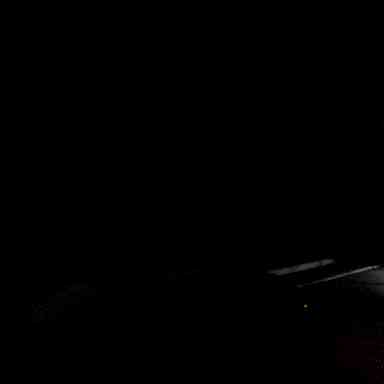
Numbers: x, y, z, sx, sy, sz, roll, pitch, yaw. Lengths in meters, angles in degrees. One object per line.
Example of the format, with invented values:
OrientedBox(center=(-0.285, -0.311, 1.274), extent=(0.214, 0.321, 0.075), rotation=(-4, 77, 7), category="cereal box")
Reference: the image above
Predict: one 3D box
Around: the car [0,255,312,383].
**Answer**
OrientedBox(center=(-0.655, 1.508, 3.560), extent=(4.674, 1.442, 1.812), rotation=(0, 0, -34), category="car")
